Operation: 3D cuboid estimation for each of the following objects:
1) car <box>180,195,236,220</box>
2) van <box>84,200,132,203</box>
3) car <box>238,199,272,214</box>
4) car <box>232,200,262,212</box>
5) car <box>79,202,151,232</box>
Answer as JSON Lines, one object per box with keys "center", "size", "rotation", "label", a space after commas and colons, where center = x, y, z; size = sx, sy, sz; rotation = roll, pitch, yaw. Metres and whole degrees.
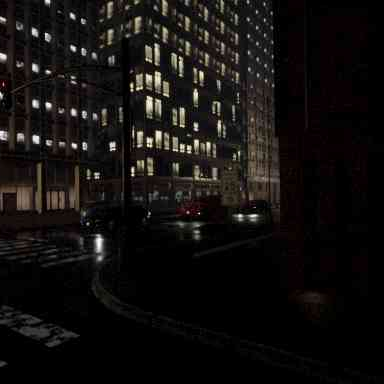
{"center": [1.282, 1.307, 29.092], "size": [2.150, 2.045, 5.566], "rotation": [-1, -1, 36], "label": "car"}
{"center": [-5.953, 1.460, 23.433], "size": [1.690, 1.788, 3.998], "rotation": [-2, -1, 36], "label": "van"}
{"center": [7.284, 1.584, 37.456], "size": [1.882, 1.535, 5.008], "rotation": [-1, -1, 36], "label": "car"}
{"center": [6.873, 1.688, 41.349], "size": [1.752, 1.417, 4.829], "rotation": [-2, -1, 36], "label": "car"}
{"center": [-4.605, 1.571, 20.901], "size": [1.837, 1.490, 4.892], "rotation": [-1, -1, 33], "label": "car"}
